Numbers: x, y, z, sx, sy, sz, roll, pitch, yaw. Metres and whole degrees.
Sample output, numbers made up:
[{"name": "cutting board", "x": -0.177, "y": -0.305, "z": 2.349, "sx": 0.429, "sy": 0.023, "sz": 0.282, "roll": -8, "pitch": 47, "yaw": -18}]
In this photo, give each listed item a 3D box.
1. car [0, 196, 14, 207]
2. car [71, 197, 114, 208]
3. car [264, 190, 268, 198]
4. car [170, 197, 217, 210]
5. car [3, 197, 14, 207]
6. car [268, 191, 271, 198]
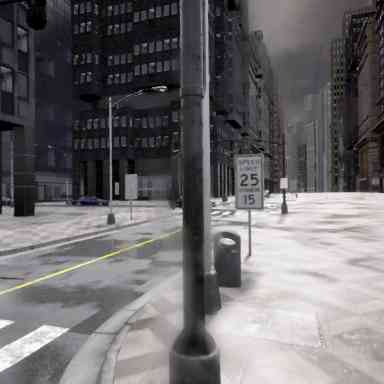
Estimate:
[{"name": "car", "x": -27.450, "y": 1.327, "z": 46.803, "sx": 4.181, "sy": 1.385, "sz": 1.994, "roll": 0, "pitch": 0, "yaw": 19}, {"name": "car", "x": -11.294, "y": 1.191, "z": 37.896, "sx": 4.718, "sy": 1.301, "sz": 1.895, "roll": -1, "pitch": 0, "yaw": 19}, {"name": "car", "x": 11.229, "y": 0.632, "z": 56.940, "sx": 1.994, "sy": 1.385, "sz": 4.181, "roll": -1, "pitch": 1, "yaw": 19}, {"name": "car", "x": 0.120, "y": 1.095, "z": 32.183, "sx": 4.718, "sy": 1.301, "sz": 1.895, "roll": 0, "pitch": 1, "yaw": 44}, {"name": "car", "x": -23.948, "y": 1.313, "z": 42.239, "sx": 4.718, "sy": 1.301, "sz": 1.895, "roll": -1, "pitch": 0, "yaw": 19}, {"name": "car", "x": 14.603, "y": 0.411, "z": 66.634, "sx": 2.128, "sy": 1.511, "sz": 4.902, "roll": -1, "pitch": 1, "yaw": 19}]
